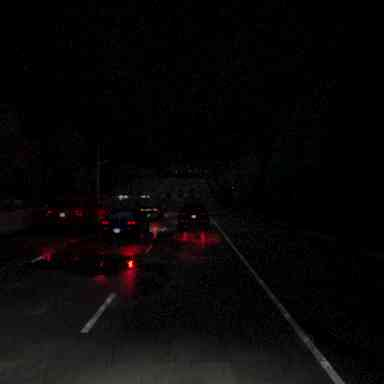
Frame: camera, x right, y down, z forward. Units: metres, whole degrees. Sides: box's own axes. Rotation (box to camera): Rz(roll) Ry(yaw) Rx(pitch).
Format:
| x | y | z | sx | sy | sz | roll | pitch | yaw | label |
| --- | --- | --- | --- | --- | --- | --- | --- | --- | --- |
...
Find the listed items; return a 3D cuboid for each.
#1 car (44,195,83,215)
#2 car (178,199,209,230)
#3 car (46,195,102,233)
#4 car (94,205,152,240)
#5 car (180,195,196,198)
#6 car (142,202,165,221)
| x | y | z | sx | sy | sz | roll | pitch | yaw | label |
| --- | --- | --- | --- | --- | --- | --- | --- | --- | --- |
| -13.994 | 1.366 | 36.562 | 2.150 | 2.045 | 5.566 | 0 | 0 | 0 | car |
| 0.105 | 1.529 | 22.118 | 2.033 | 1.649 | 4.856 | 0 | 0 | 0 | car |
| -6.891 | 1.312 | 20.300 | 2.150 | 2.045 | 5.566 | 0 | 0 | -1 | car |
| -3.396 | 1.603 | 17.351 | 1.812 | 1.442 | 4.674 | 0 | -1 | 0 | car |
| 0.107 | 1.498 | 33.331 | 2.097 | 1.767 | 4.553 | 0 | 0 | 0 | car |
| -3.393 | 1.616 | 28.301 | 2.128 | 1.511 | 4.902 | 0 | 0 | 0 | car |
